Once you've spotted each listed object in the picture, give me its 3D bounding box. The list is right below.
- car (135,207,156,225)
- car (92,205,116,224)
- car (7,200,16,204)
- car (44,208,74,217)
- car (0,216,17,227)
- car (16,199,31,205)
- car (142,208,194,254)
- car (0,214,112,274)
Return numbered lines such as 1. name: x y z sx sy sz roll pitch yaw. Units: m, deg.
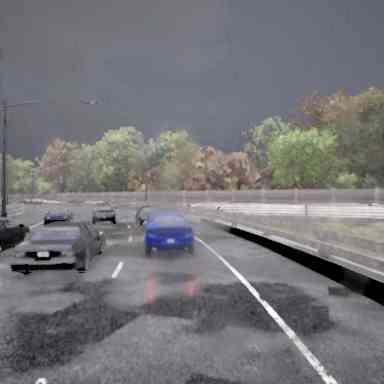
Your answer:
1. car: -3.586 1.921 27.437 2.033 1.411 5.357 0 -1 -15
2. car: -7.581 1.898 28.736 2.128 1.511 4.902 0 -1 -15
3. car: -46.021 2.584 81.874 5.008 1.535 1.882 -1 -1 37
4. car: -10.824 2.001 27.362 1.895 1.301 4.718 0 -1 -15
5. car: -7.928 1.694 13.032 2.128 1.511 4.902 0 -1 -7
6. car: -43.807 2.632 84.584 4.892 1.490 1.837 -1 -1 37
7. car: -1.066 1.673 14.510 1.882 1.535 5.008 0 -1 -7
8. car: -4.171 1.712 11.187 2.033 1.411 5.357 0 -1 -7
